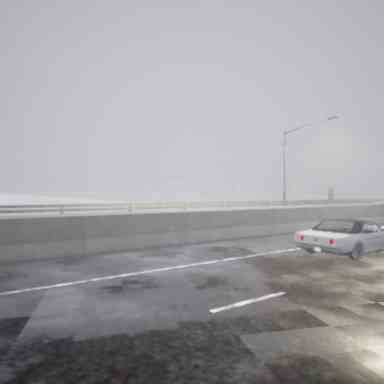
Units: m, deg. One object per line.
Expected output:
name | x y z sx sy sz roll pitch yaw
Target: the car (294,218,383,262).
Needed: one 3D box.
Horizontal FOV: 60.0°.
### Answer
car | 6.014 1.629 12.339 4.718 1.301 1.895 0 0 -34
